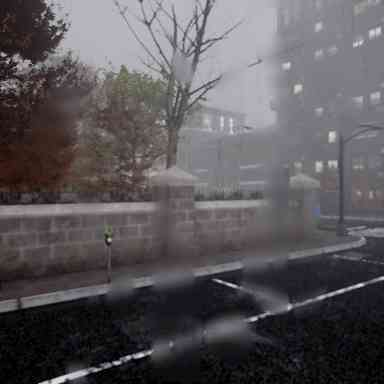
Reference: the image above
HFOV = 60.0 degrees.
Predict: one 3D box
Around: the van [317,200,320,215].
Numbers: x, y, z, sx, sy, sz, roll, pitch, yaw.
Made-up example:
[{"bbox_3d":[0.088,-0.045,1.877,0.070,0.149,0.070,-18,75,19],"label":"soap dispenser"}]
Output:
[{"bbox_3d":[10.555,1.652,32.719,1.690,1.788,3.998,-1,0,-36],"label":"van"}]
